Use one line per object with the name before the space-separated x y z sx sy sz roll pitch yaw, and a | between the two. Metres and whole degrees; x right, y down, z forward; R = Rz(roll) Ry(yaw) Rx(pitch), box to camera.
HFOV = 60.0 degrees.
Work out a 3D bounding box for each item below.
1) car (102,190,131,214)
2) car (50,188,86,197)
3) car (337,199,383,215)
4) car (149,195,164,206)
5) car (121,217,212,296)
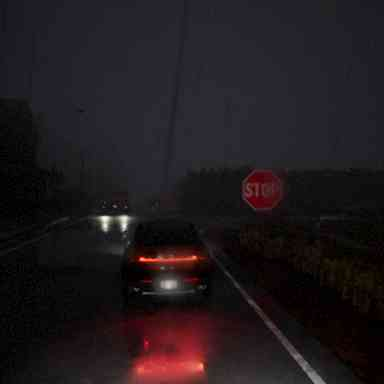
car | -6.803 0.801 30.435 2.150 2.045 5.566 0 1 -8
car | -20.490 0.421 55.124 5.566 2.045 2.150 0 1 -10
car | 13.547 1.240 24.471 5.357 1.411 2.033 0 1 -6
car | -4.480 1.026 42.238 1.895 1.301 4.718 0 1 -6
car | -0.685 1.389 8.403 1.837 1.490 4.892 0 1 -6
